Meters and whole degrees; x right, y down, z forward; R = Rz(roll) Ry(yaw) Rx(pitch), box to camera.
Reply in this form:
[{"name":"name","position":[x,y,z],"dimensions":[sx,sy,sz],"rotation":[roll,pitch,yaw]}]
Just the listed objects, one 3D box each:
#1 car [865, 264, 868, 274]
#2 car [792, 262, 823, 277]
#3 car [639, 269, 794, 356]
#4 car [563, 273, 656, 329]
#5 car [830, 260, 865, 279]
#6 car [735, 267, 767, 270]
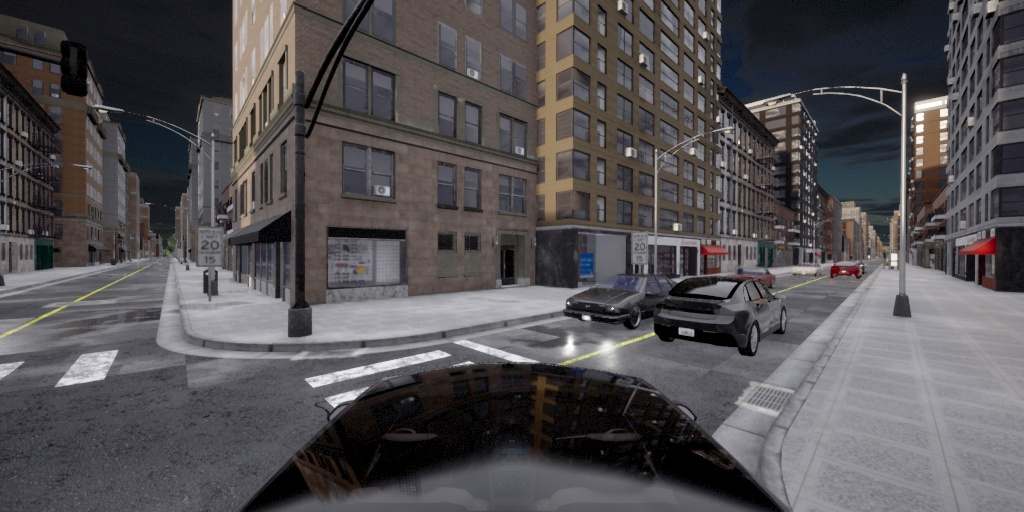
[{"name":"car","position":[37.629,1.194,39.458],"dimensions":[4.902,1.511,2.128],"rotation":[0,0,-43]},{"name":"car","position":[28.750,1.286,34.876],"dimensions":[4.718,1.301,1.895],"rotation":[0,0,-43]},{"name":"car","position":[5.174,1.242,8.695],"dimensions":[4.892,1.490,1.837],"rotation":[0,0,-44]},{"name":"car","position":[3.924,1.267,11.441],"dimensions":[5.357,1.411,2.033],"rotation":[0,0,-44]},{"name":"car","position":[30.069,1.180,32.236],"dimensions":[5.008,1.535,1.882],"rotation":[0,0,-43]},{"name":"car","position":[13.711,1.305,20.736],"dimensions":[4.718,1.301,1.895],"rotation":[0,1,-45]}]
